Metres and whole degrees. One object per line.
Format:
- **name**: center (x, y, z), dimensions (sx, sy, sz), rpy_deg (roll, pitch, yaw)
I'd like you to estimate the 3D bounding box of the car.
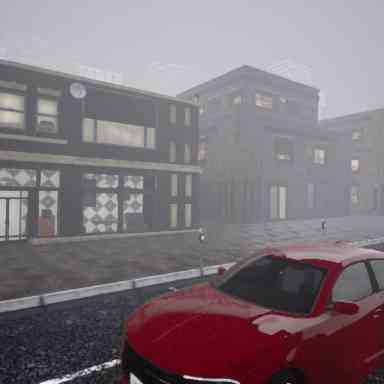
- **car**: center (1.530, 1.479, 4.477), dimensions (5.008, 1.535, 1.882), rpy_deg (0, 0, -36)
